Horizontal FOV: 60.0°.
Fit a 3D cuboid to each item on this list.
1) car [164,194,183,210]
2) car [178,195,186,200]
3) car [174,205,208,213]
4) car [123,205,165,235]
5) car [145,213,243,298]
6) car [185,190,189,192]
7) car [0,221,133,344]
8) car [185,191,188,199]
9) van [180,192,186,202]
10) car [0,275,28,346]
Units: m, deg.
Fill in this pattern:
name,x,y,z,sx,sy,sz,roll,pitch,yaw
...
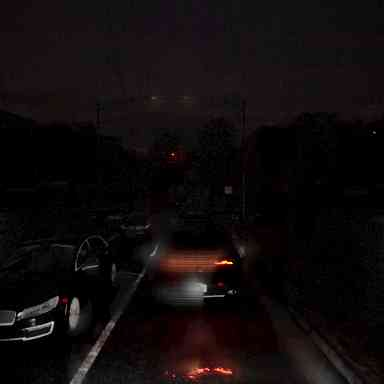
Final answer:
name,x,y,z,sx,sy,sz,roll,pitch,yaw
car,-2.599,1.490,44.187,1.967,1.590,4.097,-2,0,0
car,-2.523,1.443,88.507,2.008,1.369,4.403,-1,0,0
car,0.157,1.604,18.597,1.895,1.301,4.718,0,0,1
car,-2.633,1.584,17.410,1.802,1.307,4.206,-2,0,0
car,0.116,1.503,8.466,1.837,1.490,4.892,0,0,0
car,-2.517,1.146,94.056,2.192,1.841,5.009,-1,1,0
car,-2.650,1.549,6.515,2.008,1.369,4.403,-2,0,0
car,-2.557,1.318,71.886,2.192,1.841,5.009,-1,0,0
van,-2.564,1.369,66.343,1.690,1.788,3.998,-1,0,0
car,-2.657,1.550,1.066,2.008,1.369,4.403,-2,0,0
